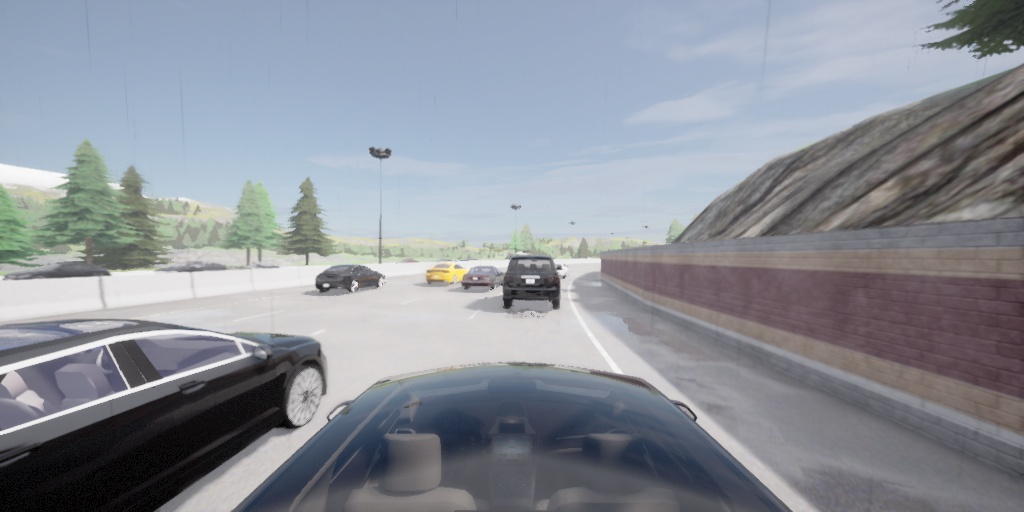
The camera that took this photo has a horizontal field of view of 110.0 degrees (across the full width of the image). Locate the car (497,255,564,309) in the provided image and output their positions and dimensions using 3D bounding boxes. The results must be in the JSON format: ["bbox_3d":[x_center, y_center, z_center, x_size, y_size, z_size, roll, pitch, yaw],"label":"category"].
[{"bbox_3d":[0.922,0.978,15.141,2.150,2.045,5.566,0,0,6],"label":"car"}]

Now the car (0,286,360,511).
[{"bbox_3d":[-3.309,1.231,2.704,2.128,1.511,4.902,0,0,1],"label":"car"}]

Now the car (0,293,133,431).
[{"bbox_3d":[-6.853,1.275,2.821,2.033,1.411,5.357,0,0,1],"label":"car"}]

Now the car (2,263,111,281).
[{"bbox_3d":[-29.860,1.184,23.770,1.812,1.442,4.674,0,0,8],"label":"car"}]

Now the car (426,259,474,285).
[{"bbox_3d":[-4.523,1.220,25.914,1.882,1.535,5.008,0,0,10],"label":"car"}]

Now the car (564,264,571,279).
[{"bbox_3d":[4.195,1.299,33.068,1.812,1.442,4.674,0,0,14],"label":"car"}]

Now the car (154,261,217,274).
[{"bbox_3d":[-25.522,1.165,28.699,2.128,1.511,4.902,0,0,10],"label":"car"}]

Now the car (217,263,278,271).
[{"bbox_3d":[-21.683,1.288,30.409,1.895,1.301,4.718,0,0,11],"label":"car"}]

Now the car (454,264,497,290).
[{"bbox_3d":[-1.635,1.298,22.343,2.033,1.411,5.357,0,0,9],"label":"car"}]

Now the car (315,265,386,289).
[{"bbox_3d":[-8.966,1.231,20.304,1.837,1.490,4.892,0,0,8],"label":"car"}]
